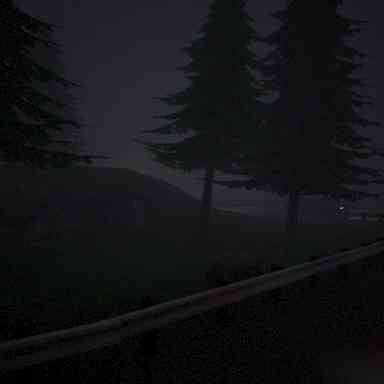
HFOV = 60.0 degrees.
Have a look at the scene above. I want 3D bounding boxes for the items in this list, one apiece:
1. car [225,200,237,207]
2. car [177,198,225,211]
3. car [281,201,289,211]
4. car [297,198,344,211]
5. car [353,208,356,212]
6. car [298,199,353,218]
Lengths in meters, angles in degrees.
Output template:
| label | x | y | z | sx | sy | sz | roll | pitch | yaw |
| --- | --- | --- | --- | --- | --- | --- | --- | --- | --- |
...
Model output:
| label | x | y | z | sx | sy | sz | roll | pitch | yaw |
| --- | --- | --- | --- | --- | --- | --- | --- | --- | --- |
| car | 4.279 | 1.565 | 49.004 | 4.718 | 1.301 | 1.895 | 0 | 0 | 36 |
| car | 1.075 | 1.516 | 42.682 | 5.357 | 1.411 | 2.033 | 0 | 0 | 36 |
| car | 12.795 | 1.506 | 38.567 | 4.892 | 1.490 | 1.837 | 0 | 0 | 36 |
| car | 15.711 | 1.491 | 40.783 | 4.902 | 1.511 | 2.128 | 0 | 0 | 36 |
| car | 13.935 | 1.356 | 33.440 | 4.553 | 1.767 | 2.097 | 0 | 0 | 36 |
| car | 11.876 | 1.357 | 30.610 | 4.553 | 1.767 | 2.097 | 0 | 0 | 36 |
